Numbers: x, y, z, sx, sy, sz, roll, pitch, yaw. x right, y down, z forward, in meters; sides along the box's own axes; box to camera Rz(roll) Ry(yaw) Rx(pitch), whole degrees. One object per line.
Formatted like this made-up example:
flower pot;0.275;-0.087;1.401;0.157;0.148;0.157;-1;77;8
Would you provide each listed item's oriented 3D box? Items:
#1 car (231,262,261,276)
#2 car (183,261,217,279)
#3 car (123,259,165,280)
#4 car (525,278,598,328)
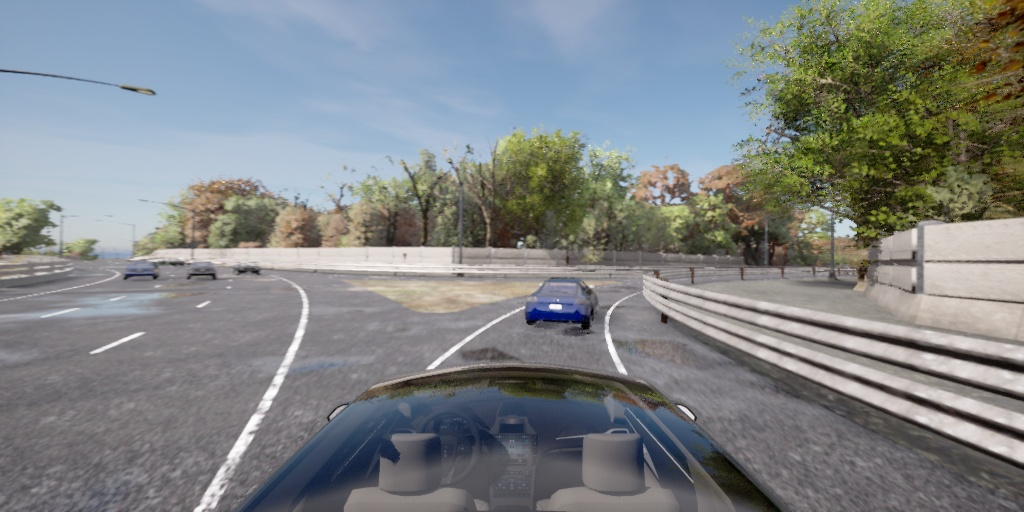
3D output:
car;-26.462;1.248;35.641;1.895;1.301;4.718;1;-1;-44
car;-25.804;1.158;29.850;2.033;1.411;5.357;1;-1;-42
car;-29.031;1.099;28.199;2.033;1.411;5.357;1;-1;-42
car;1.781;1.421;12.015;1.994;1.385;4.181;1;0;16
